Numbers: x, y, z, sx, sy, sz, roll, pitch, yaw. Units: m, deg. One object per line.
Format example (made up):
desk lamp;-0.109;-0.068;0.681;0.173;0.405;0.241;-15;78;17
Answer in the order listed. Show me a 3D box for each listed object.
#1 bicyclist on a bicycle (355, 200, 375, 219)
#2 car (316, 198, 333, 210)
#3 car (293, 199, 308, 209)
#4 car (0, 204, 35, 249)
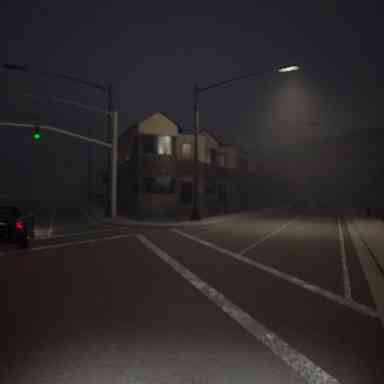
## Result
bicyclist on a bicycle;15.353;1.566;29.512;1.656;1.620;0.582;0;0;23
car;19.347;1.712;48.540;2.097;1.767;4.553;1;0;23
car;16.671;1.859;51.174;1.812;1.442;4.674;1;0;23
car;-7.778;1.262;13.780;2.097;1.767;4.553;1;0;-21
